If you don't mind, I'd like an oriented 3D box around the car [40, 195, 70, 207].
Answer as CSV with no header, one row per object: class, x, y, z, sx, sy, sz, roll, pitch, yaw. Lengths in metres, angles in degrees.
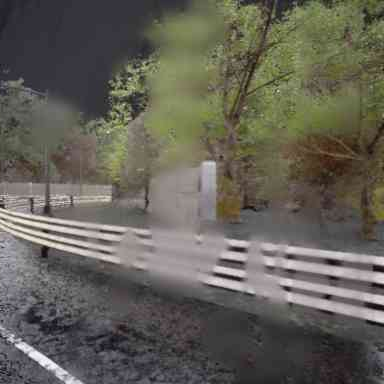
car,-17.796,1.134,43.511,2.128,1.511,4.902,0,0,8
